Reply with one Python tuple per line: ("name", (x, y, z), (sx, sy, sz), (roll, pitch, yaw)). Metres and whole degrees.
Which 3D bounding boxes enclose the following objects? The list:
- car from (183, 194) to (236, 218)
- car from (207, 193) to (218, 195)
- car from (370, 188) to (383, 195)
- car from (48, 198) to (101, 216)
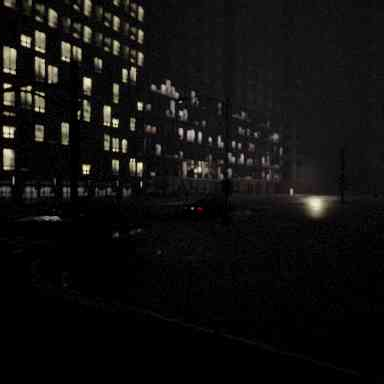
("car", (1.458, 1.188, 25.976), (2.033, 1.411, 5.357), (1, 1, 34))
("car", (2.808, 0.828, 45.352), (1.994, 1.385, 4.181), (1, 1, 35))
("car", (46.949, -0.076, 83.151), (5.008, 1.535, 1.882), (-1, 1, -43))
("car", (-9.536, 1.175, 27.353), (1.994, 1.385, 4.181), (1, 1, 34))
